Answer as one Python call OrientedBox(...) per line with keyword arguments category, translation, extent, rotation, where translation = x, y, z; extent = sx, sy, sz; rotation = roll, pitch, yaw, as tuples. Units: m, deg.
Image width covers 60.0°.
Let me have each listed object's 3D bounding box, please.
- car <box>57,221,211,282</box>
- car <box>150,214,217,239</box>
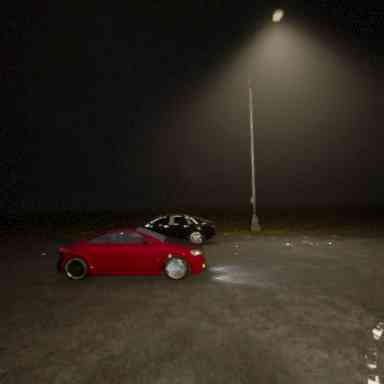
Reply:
OrientedBox(category="car", translation=(-1.672, 1.710, 9.734), extent=(4.181, 1.385, 1.994), rotation=(0, -2, 0))
OrientedBox(category="car", translation=(-1.202, 1.882, 16.739), extent=(4.892, 1.490, 1.837), rotation=(-1, -1, -1))
